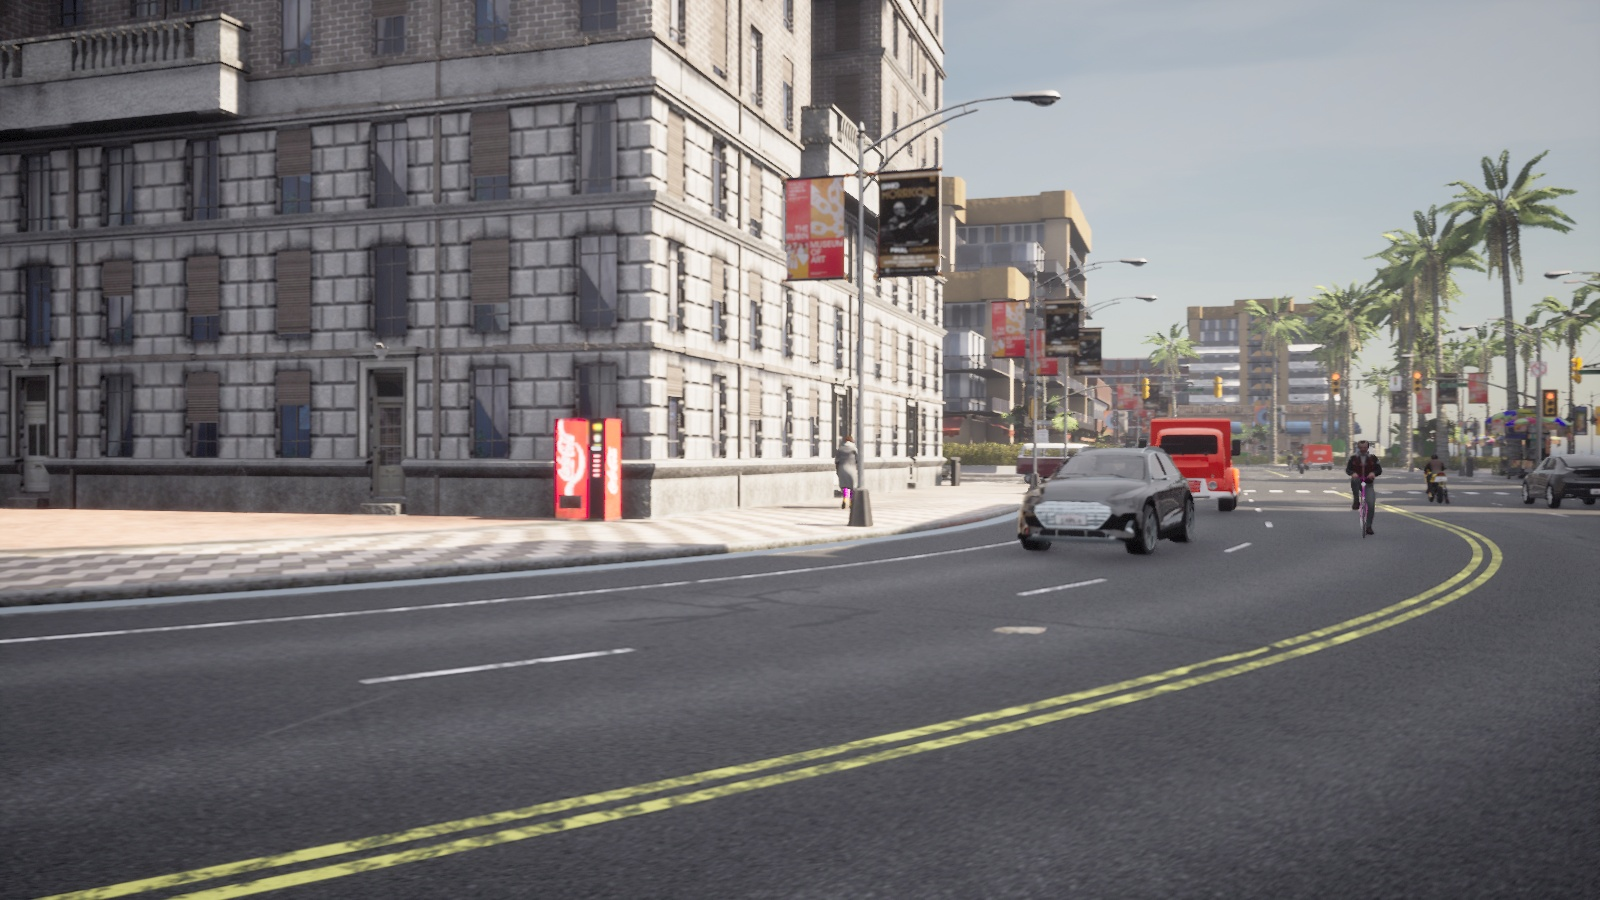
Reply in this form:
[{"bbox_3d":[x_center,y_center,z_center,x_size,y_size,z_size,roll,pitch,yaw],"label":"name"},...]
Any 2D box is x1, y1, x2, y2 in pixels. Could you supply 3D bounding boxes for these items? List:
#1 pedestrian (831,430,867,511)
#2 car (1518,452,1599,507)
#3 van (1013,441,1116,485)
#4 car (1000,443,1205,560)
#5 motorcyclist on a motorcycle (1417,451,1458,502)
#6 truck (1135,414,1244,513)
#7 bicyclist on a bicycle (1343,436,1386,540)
[{"bbox_3d":[1.205,0.496,30.798,0.659,1.952,0.873,0,0,19],"label":"pedestrian"},{"bbox_3d":[22.511,0.807,36.522,1.837,1.490,4.892,0,0,18],"label":"car"},{"bbox_3d":[12.844,0.627,61.048,4.480,2.038,2.069,0,-1,43],"label":"van"},{"bbox_3d":[5.010,0.726,20.231,2.033,1.649,4.856,0,0,29],"label":"car"},{"bbox_3d":[19.494,0.798,38.447,0.797,1.523,2.044,0,0,18],"label":"motorcyclist on a motorcycle"},{"bbox_3d":[10.679,0.338,34.277,2.627,2.467,5.204,0,0,18],"label":"truck"},{"bbox_3d":[10.082,0.660,22.446,0.659,1.776,1.843,0,-1,24],"label":"bicyclist on a bicycle"}]
